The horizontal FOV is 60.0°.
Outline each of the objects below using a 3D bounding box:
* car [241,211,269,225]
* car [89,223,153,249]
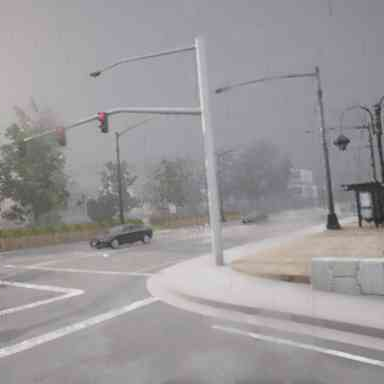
[{"bbox_3d":[7.627,3.109,39.977,1.837,1.490,4.892,-7,-5,36],"label":"car"},{"bbox_3d":[-4.814,3.022,23.101,1.837,1.490,4.892,-7,-3,36],"label":"car"}]
